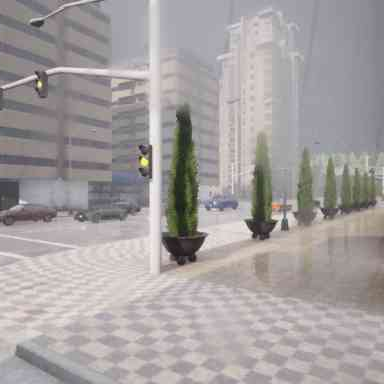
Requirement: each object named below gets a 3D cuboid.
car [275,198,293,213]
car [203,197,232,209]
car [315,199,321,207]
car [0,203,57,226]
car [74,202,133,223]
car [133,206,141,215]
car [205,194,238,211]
[{"bbox_3d":[9.868,1.408,37.910,2.097,1.767,4.553,0,0,35],"label":"car"},{"bbox_3d":[3.720,1.560,47.781,1.837,1.490,4.892,0,0,35],"label":"car"},{"bbox_3d":[17.530,1.533,49.050,1.882,1.535,5.008,0,0,35],"label":"car"},{"bbox_3d":[-12.318,1.581,24.559,1.812,1.442,4.674,0,0,35],"label":"car"},{"bbox_3d":[-7.047,1.619,26.072,1.994,1.385,4.181,0,0,35],"label":"car"},{"bbox_3d":[-7.167,1.656,32.060,1.895,1.301,4.718,0,0,35],"label":"car"},{"bbox_3d":[3.806,1.277,41.774,2.150,2.045,5.566,0,0,35],"label":"car"}]
